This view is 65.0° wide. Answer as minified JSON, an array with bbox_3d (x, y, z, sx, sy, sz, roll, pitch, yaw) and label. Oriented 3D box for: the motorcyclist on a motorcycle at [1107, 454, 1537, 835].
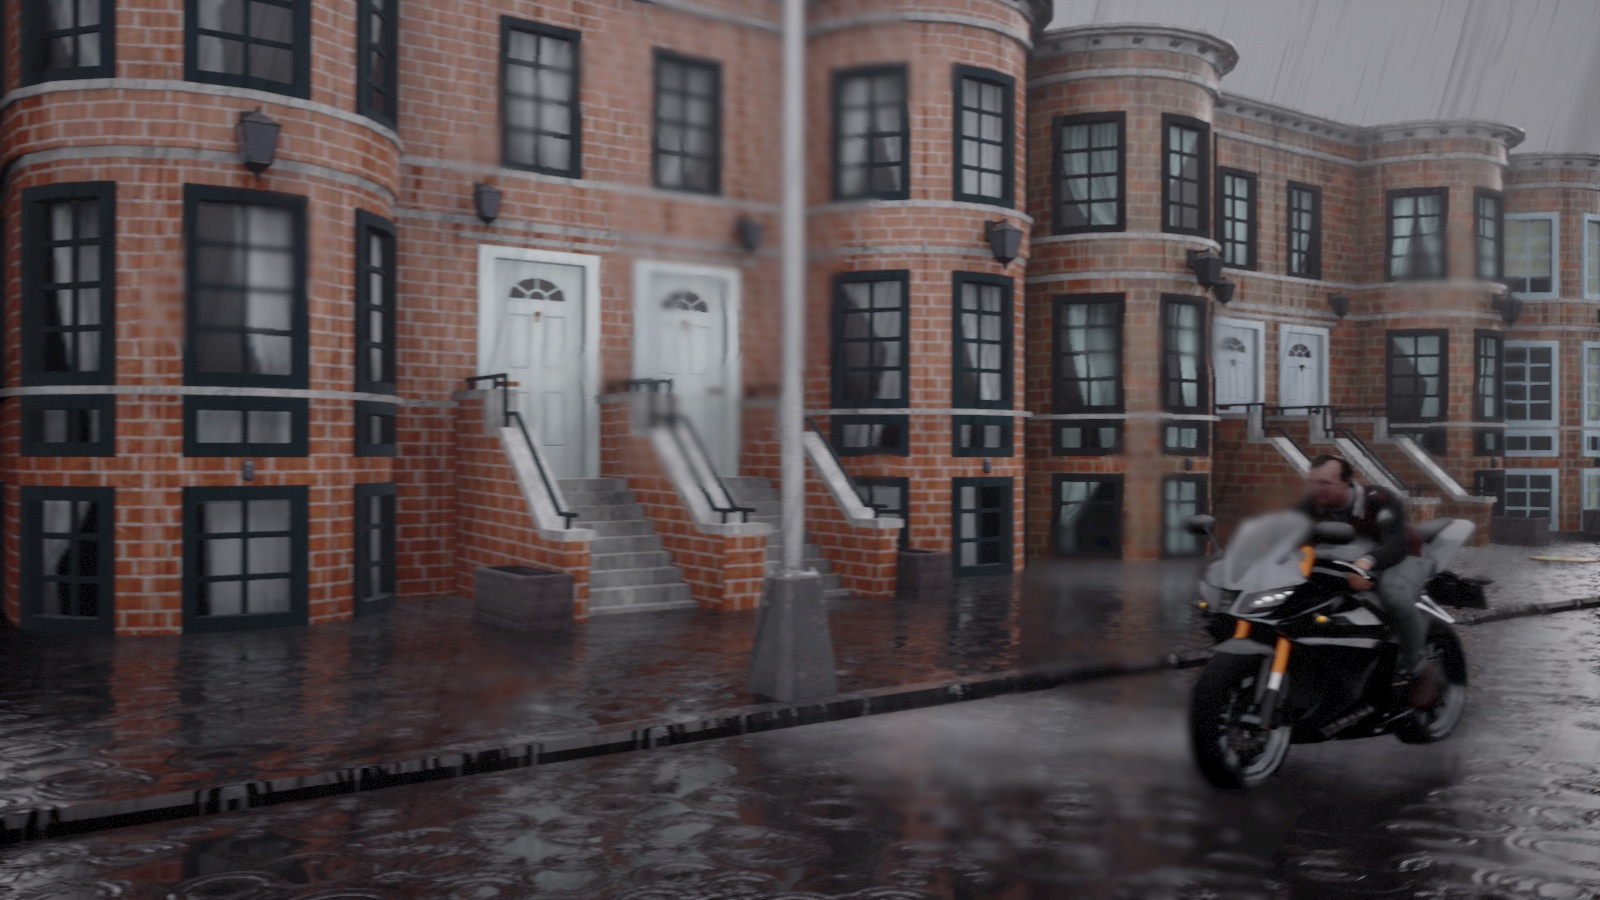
[{"bbox_3d":[2.563,0.789,6.052,2.191,1.530,0.866,0,0,-35],"label":"motorcyclist on a motorcycle"}]
